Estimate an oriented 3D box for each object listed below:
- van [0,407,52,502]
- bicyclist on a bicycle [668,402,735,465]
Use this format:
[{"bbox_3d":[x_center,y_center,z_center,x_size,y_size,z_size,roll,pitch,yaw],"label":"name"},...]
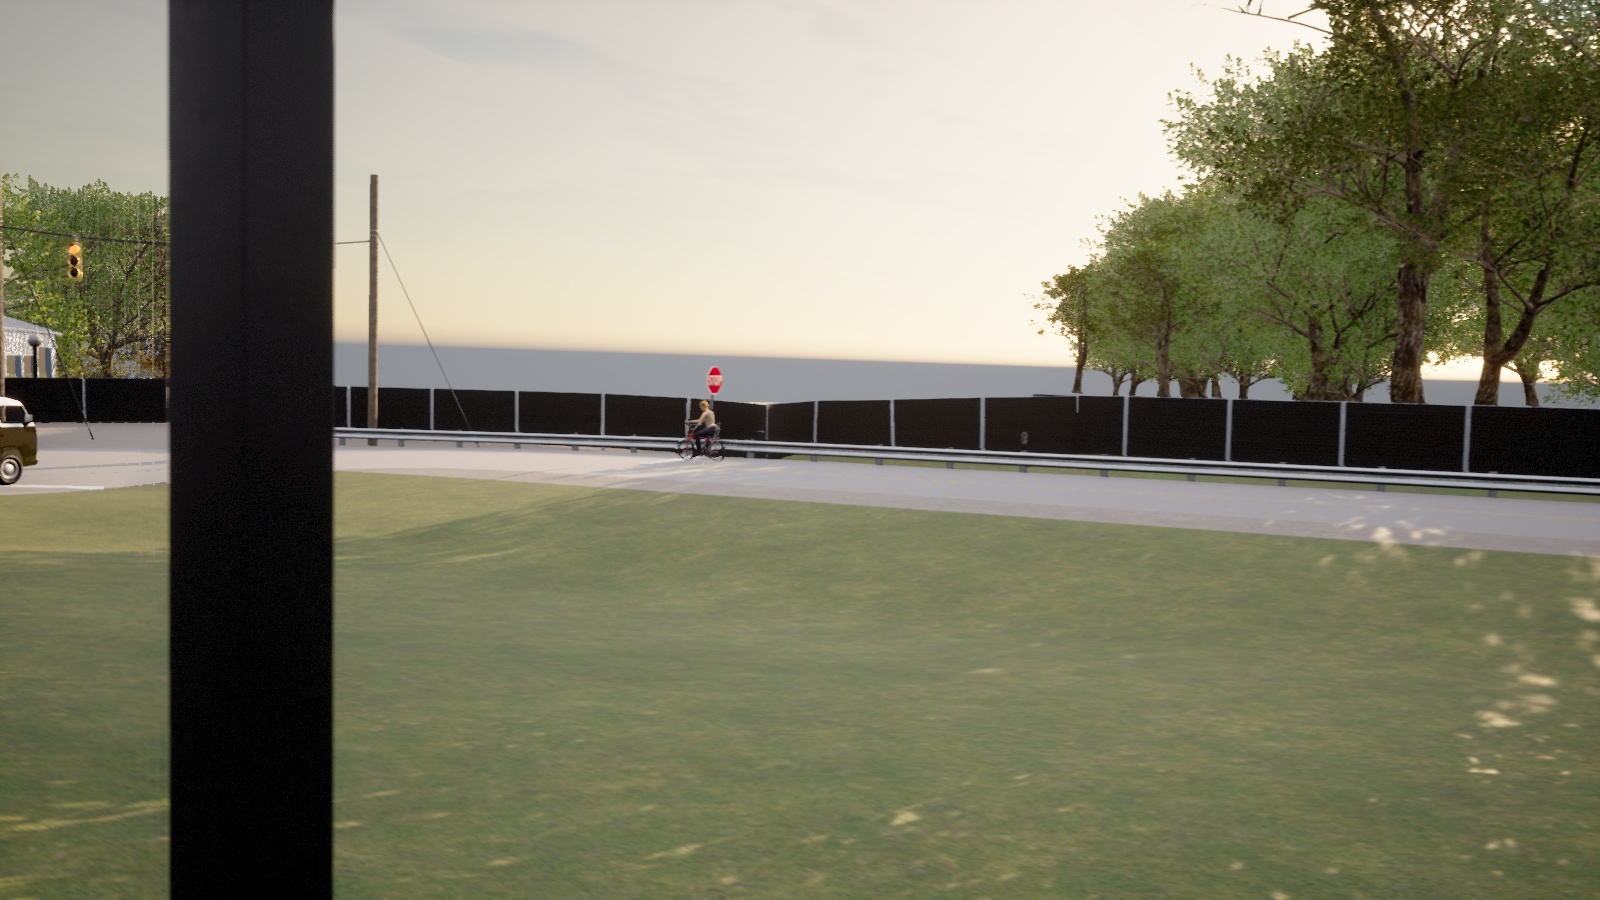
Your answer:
[{"bbox_3d":[-18.170,0.106,26.372,2.069,2.038,4.480,1,2,3],"label":"van"},{"bbox_3d":[-2.614,-0.451,33.375,1.509,1.612,0.866,1,4,28],"label":"bicyclist on a bicycle"}]
